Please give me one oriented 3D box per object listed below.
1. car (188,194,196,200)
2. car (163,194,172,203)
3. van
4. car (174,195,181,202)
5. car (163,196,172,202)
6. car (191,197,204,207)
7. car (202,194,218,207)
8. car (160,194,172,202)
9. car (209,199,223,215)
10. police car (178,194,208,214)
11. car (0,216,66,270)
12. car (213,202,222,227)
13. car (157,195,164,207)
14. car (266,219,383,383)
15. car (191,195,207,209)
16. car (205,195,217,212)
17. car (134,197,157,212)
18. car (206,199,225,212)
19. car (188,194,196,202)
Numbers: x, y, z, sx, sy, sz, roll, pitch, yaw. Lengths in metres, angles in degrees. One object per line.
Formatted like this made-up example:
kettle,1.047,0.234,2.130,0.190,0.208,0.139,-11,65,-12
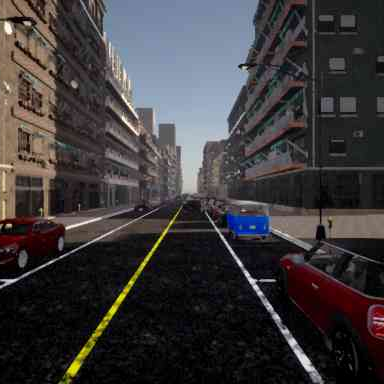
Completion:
car,-0.001,1.302,87.064,1.882,1.535,5.008,0,0,0
car,-5.689,1.407,67.375,1.967,1.590,4.097,0,0,0
van,2.692,1.336,16.643,1.690,1.788,3.998,0,0,0
car,-3.001,1.420,75.959,1.837,1.490,4.892,0,0,0
car,-5.690,1.541,78.648,1.802,1.307,4.206,0,0,0
car,0.823,1.506,51.678,1.812,1.442,4.674,0,0,0
car,2.693,1.294,50.461,2.192,1.841,5.009,0,0,0
car,-5.688,1.278,73.011,2.192,1.841,5.009,0,0,0
car,2.692,1.536,27.916,1.887,1.381,4.507,0,0,0
police car,0.384,1.417,36.025,1.930,1.638,5.238,-2,0,13
car,-5.689,1.541,11.010,1.887,1.381,4.507,0,0,0
car,2.691,1.559,22.280,1.947,1.339,4.313,0,0,0
car,-5.689,1.505,50.295,1.752,1.417,4.829,0,0,0
car,2.692,1.438,5.370,1.967,1.590,4.097,0,0,0
car,0.899,1.333,45.656,2.097,1.767,4.553,0,0,0
car,2.692,1.429,33.553,1.967,1.590,4.097,0,0,0
car,-5.689,1.552,39.191,1.947,1.339,4.313,0,0,0
car,2.692,1.537,39.188,2.008,1.369,4.403,0,0,0
car,0.000,1.314,72.064,1.882,1.535,5.008,0,0,0
